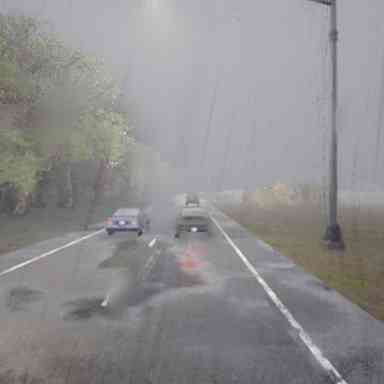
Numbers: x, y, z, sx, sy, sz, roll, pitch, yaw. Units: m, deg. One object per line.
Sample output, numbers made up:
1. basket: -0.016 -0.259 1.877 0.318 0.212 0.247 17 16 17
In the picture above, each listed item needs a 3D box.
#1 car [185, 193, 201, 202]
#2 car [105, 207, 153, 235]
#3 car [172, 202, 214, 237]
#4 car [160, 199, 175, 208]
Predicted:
1. car: 0.104 1.199 50.619 2.150 2.045 5.566 0 0 0
2. car: -3.398 1.543 18.662 2.033 1.411 5.357 0 0 0
3. car: 0.103 1.500 17.870 1.837 1.490 4.892 0 0 0
4. car: -3.395 1.581 47.486 1.895 1.301 4.718 0 0 0
